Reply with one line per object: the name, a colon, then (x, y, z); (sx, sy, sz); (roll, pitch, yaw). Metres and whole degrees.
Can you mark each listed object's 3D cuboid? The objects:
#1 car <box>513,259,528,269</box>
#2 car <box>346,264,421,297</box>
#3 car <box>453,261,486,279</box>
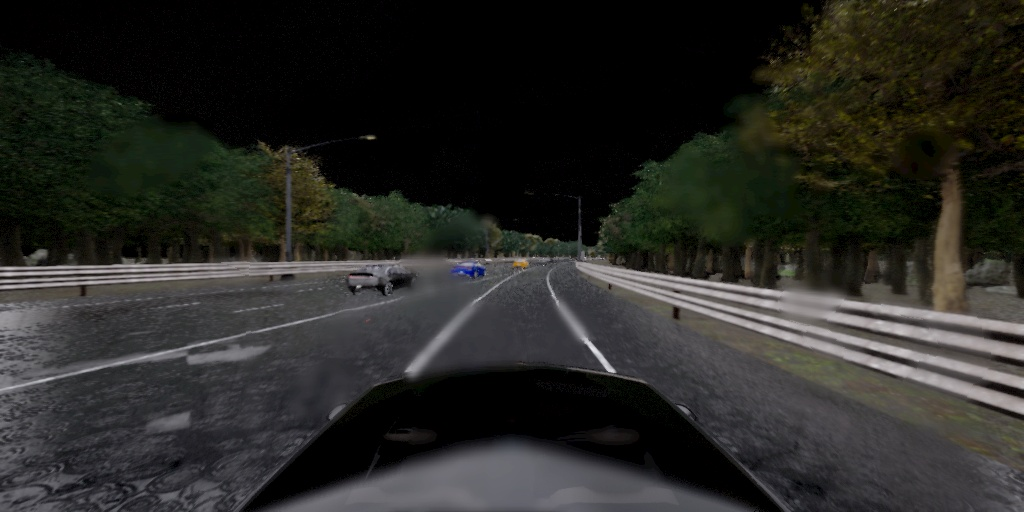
car: (1.482, 1.229, 58.592); (1.882, 1.535, 5.008); (0, 0, 11)
car: (-6.394, 1.175, 18.419); (2.128, 1.511, 4.902); (0, 0, 11)
car: (-3.713, 1.197, 32.100); (1.882, 1.535, 5.008); (0, 0, 11)
